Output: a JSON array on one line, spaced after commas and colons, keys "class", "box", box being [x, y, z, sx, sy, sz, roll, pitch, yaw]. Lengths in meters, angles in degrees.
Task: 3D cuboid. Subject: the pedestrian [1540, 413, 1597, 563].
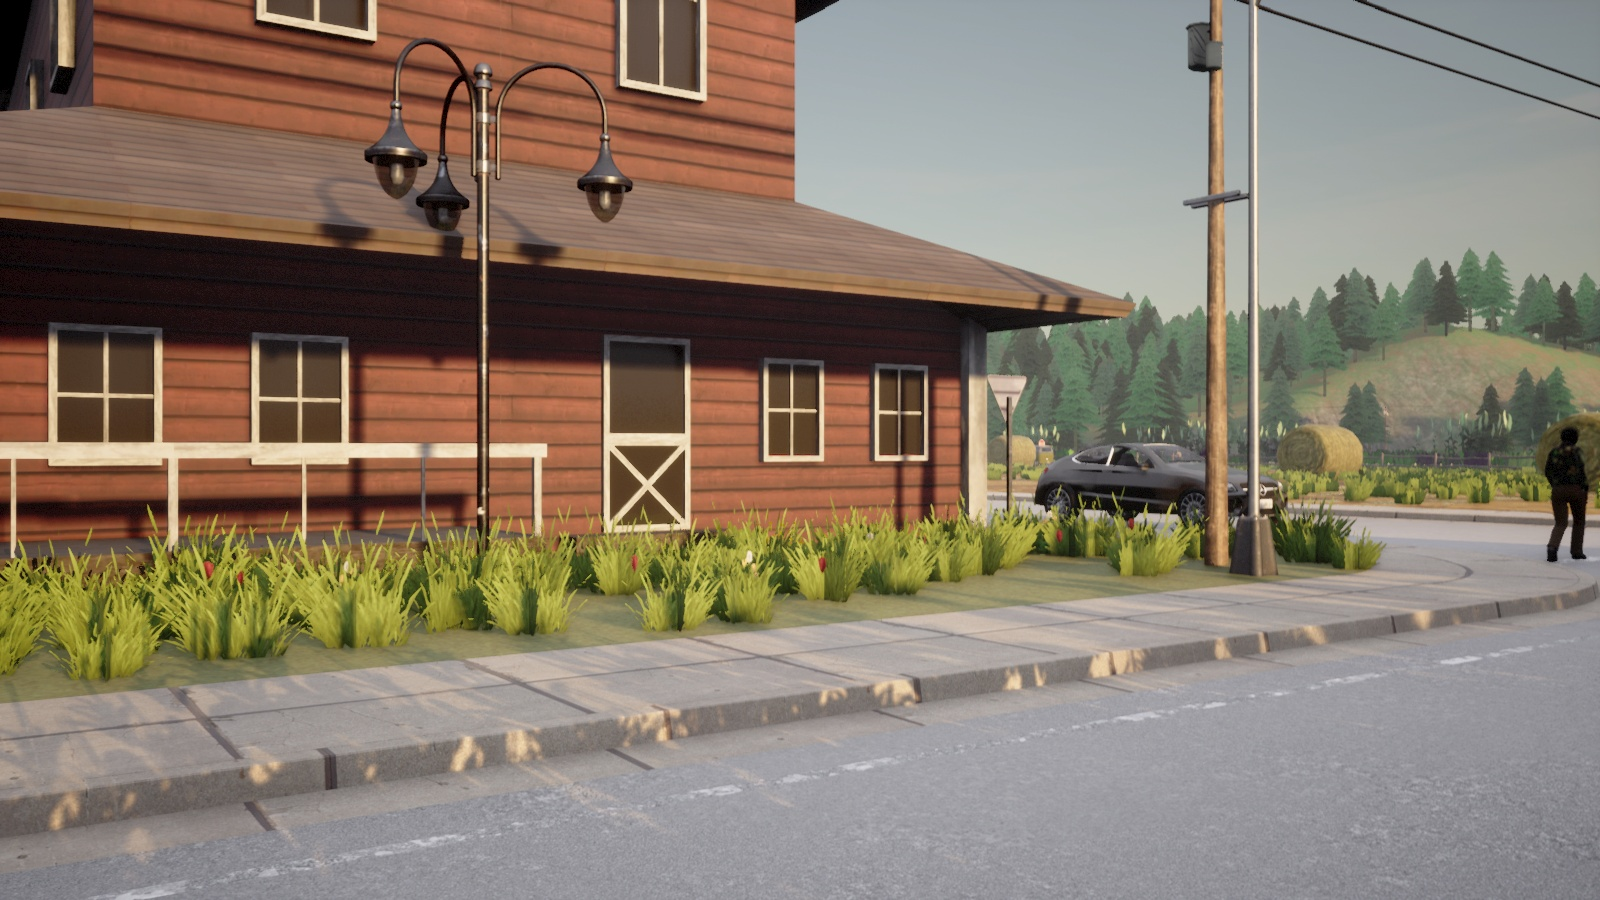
[{"class": "pedestrian", "box": [10.122, 0.494, 16.535, 0.692, 1.930, 0.395, 0, 0, -36]}]

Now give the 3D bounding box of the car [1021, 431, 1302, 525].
[{"class": "car", "box": [6.904, 0.493, 24.555, 2.152, 1.651, 5.027, 0, 0, -35]}]
